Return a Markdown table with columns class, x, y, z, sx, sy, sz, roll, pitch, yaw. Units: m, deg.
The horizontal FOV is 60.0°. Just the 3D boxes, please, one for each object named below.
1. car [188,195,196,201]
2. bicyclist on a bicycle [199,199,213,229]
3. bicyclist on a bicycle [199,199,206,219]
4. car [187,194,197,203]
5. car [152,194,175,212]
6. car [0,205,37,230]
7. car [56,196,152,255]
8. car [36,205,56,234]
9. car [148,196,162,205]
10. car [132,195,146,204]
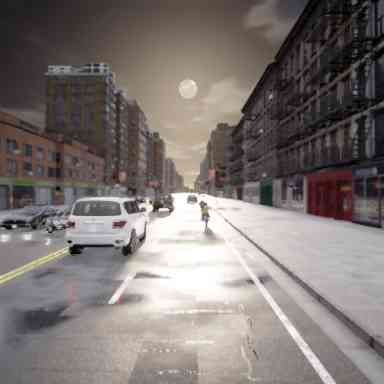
| class | x | y | z | sx | sy | sz | roll | pitch | yaw |
| --- | --- | --- | --- | --- | --- | --- | --- | --- | --- |
| car | -0.030 | 1.413 | 84.013 | 2.128 | 1.511 | 4.902 | 0 | 0 | 0 |
| bicyclist on a bicycle | 0.898 | 1.421 | 20.632 | 0.866 | 1.612 | 1.509 | 0 | 0 | 0 |
| bicyclist on a bicycle | 0.883 | 1.430 | 28.780 | 0.582 | 1.620 | 1.656 | 0 | 0 | 0 |
| car | 0.021 | 1.268 | 68.636 | 2.097 | 1.767 | 4.553 | 0 | 0 | 1 |
| car | -3.165 | 1.189 | 37.929 | 2.150 | 2.045 | 5.566 | 0 | 0 | 0 |
| car | -9.855 | 1.532 | 21.096 | 2.033 | 1.411 | 5.357 | 0 | 0 | 0 |
| car | -3.156 | 1.212 | 13.324 | 2.150 | 2.045 | 5.566 | 0 | 0 | 0 |
| car | -6.604 | 1.478 | 19.068 | 2.128 | 1.511 | 4.902 | 0 | 0 | 0 |
| car | -6.555 | 1.437 | 59.125 | 1.837 | 1.490 | 4.892 | 0 | 0 | 1 |
| car | -9.792 | 1.403 | 61.777 | 1.882 | 1.535 | 5.008 | 0 | 0 | 1 |
